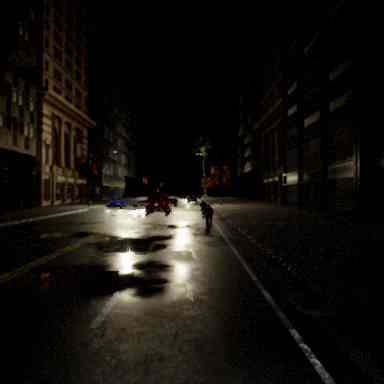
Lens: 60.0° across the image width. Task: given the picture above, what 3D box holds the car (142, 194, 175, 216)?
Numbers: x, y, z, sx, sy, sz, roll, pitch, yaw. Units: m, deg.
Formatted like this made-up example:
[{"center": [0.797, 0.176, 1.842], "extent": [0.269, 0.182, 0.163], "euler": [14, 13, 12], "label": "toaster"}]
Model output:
[{"center": [-3.154, 1.185, 32.099], "extent": [2.150, 2.045, 5.566], "euler": [0, 0, 0], "label": "car"}]

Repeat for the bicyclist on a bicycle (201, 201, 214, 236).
[{"center": [0.892, 1.437, 17.287], "extent": [0.582, 1.620, 1.656], "euler": [0, 0, 0], "label": "bicyclist on a bicycle"}]

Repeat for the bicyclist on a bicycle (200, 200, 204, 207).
[{"center": [0.891, 1.426, 26.276], "extent": [0.582, 1.620, 1.656], "euler": [0, 0, 0], "label": "bicyclist on a bicycle"}]

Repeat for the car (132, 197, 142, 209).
[{"center": [-6.588, 1.423, 43.676], "extent": [2.128, 1.511, 4.902], "euler": [0, 0, 0], "label": "car"}]

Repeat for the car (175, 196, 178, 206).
[{"center": [-3.156, 1.394, 51.510], "extent": [2.128, 1.511, 4.902], "euler": [0, 0, 0], "label": "car"}]

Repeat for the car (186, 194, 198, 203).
[{"center": [0.030, 1.349, 63.253], "extent": [1.837, 1.490, 4.892], "euler": [0, 0, 0], "label": "car"}]

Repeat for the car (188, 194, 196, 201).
[{"center": [-0.007, 1.227, 80.241], "extent": [1.882, 1.535, 5.008], "euler": [0, 0, 0], "label": "car"}]

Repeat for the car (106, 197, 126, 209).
[{"center": [-9.838, 1.457, 43.690], "extent": [1.812, 1.442, 4.674], "euler": [0, 0, 0], "label": "car"}]
